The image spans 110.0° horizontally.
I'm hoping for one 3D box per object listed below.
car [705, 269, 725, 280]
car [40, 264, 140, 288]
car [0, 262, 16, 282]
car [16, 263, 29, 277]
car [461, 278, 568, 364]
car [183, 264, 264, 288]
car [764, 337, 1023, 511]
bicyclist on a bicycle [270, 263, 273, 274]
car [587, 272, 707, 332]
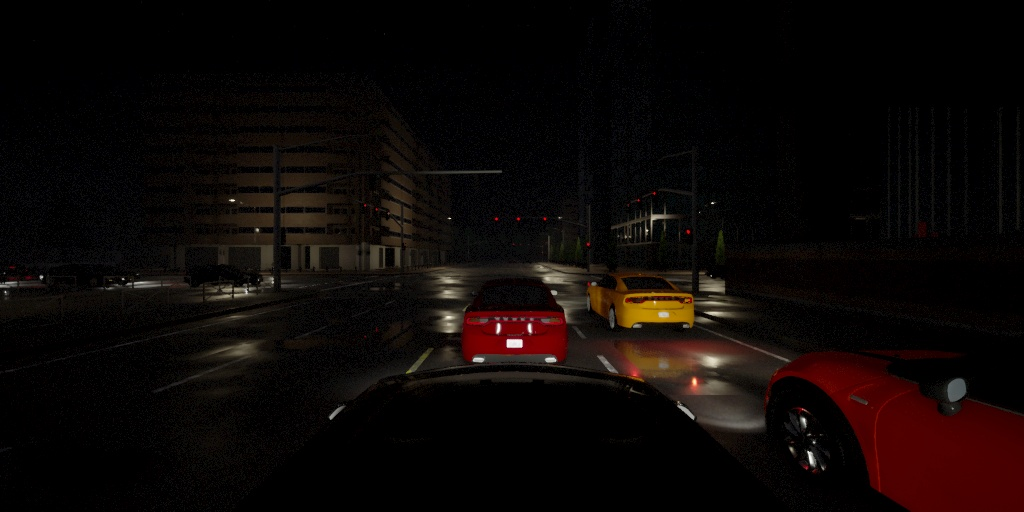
[{"bbox_3d":[19.537,1.406,31.195,4.718,1.301,1.895,0,0,0],"label":"car"},{"bbox_3d":[-28.657,1.310,24.201,4.892,1.490,1.837,0,0,0],"label":"car"},{"bbox_3d":[-42.236,1.331,27.776,4.674,1.442,1.812,0,0,0],"label":"car"},{"bbox_3d":[-50.330,1.297,34.946,4.902,1.511,2.128,0,0,1],"label":"car"},{"bbox_3d":[0.062,1.228,8.125,1.882,1.535,5.008,0,0,0],"label":"car"},{"bbox_3d":[-19.417,1.331,24.180,4.674,1.442,1.812,0,0,0],"label":"car"},{"bbox_3d":[3.600,1.102,1.752,2.097,1.767,4.553,0,0,0],"label":"car"},{"bbox_3d":[-25.518,1.106,38.671,0.582,1.620,1.656,0,0,0],"label":"bicyclist on a bicycle"},{"bbox_3d":[3.582,1.228,10.898,1.882,1.535,5.008,0,0,0],"label":"car"}]
